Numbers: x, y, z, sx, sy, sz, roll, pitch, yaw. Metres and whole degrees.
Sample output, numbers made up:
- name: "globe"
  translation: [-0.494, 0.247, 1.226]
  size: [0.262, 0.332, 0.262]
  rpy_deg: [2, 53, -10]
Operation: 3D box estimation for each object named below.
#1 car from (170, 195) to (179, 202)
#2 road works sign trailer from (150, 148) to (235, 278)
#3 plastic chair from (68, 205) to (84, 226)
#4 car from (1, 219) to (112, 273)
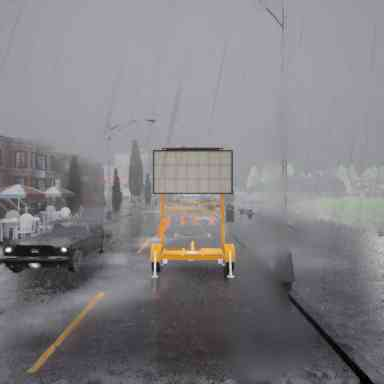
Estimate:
- name: "car"
  translation: [-3.829, 1.491, 73.450]
  size: [2.128, 1.511, 4.902]
  rpy_deg: [0, 0, 0]
- name: "road works sign trailer"
  translation: [0.024, 0.464, 10.141]
  size: [2.380, 3.560, 2.880]
  rpy_deg: [0, 0, 0]
- name: "plastic chair"
  translation: [-7.396, 1.506, 21.185]
  size: [0.730, 1.271, 0.750]
  rpy_deg: [0, 0, -40]
- name: "car"
  translation: [-4.075, 1.601, 10.848]
  size: [1.895, 1.301, 4.718]
  rpy_deg: [0, 0, 0]
